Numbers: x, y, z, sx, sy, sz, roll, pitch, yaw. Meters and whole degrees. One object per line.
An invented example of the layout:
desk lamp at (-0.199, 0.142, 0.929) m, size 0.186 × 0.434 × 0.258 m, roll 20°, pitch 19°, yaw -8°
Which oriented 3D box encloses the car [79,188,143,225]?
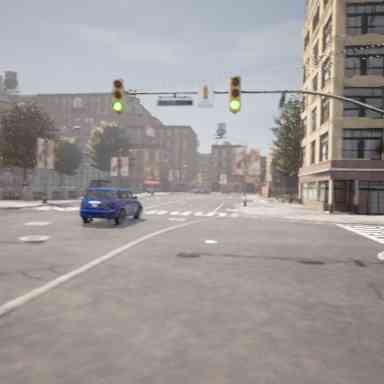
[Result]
car at (-4.709, 0.775, 20.119) m, size 2.150 × 2.045 × 5.566 m, roll 1°, pitch 1°, yaw 9°
